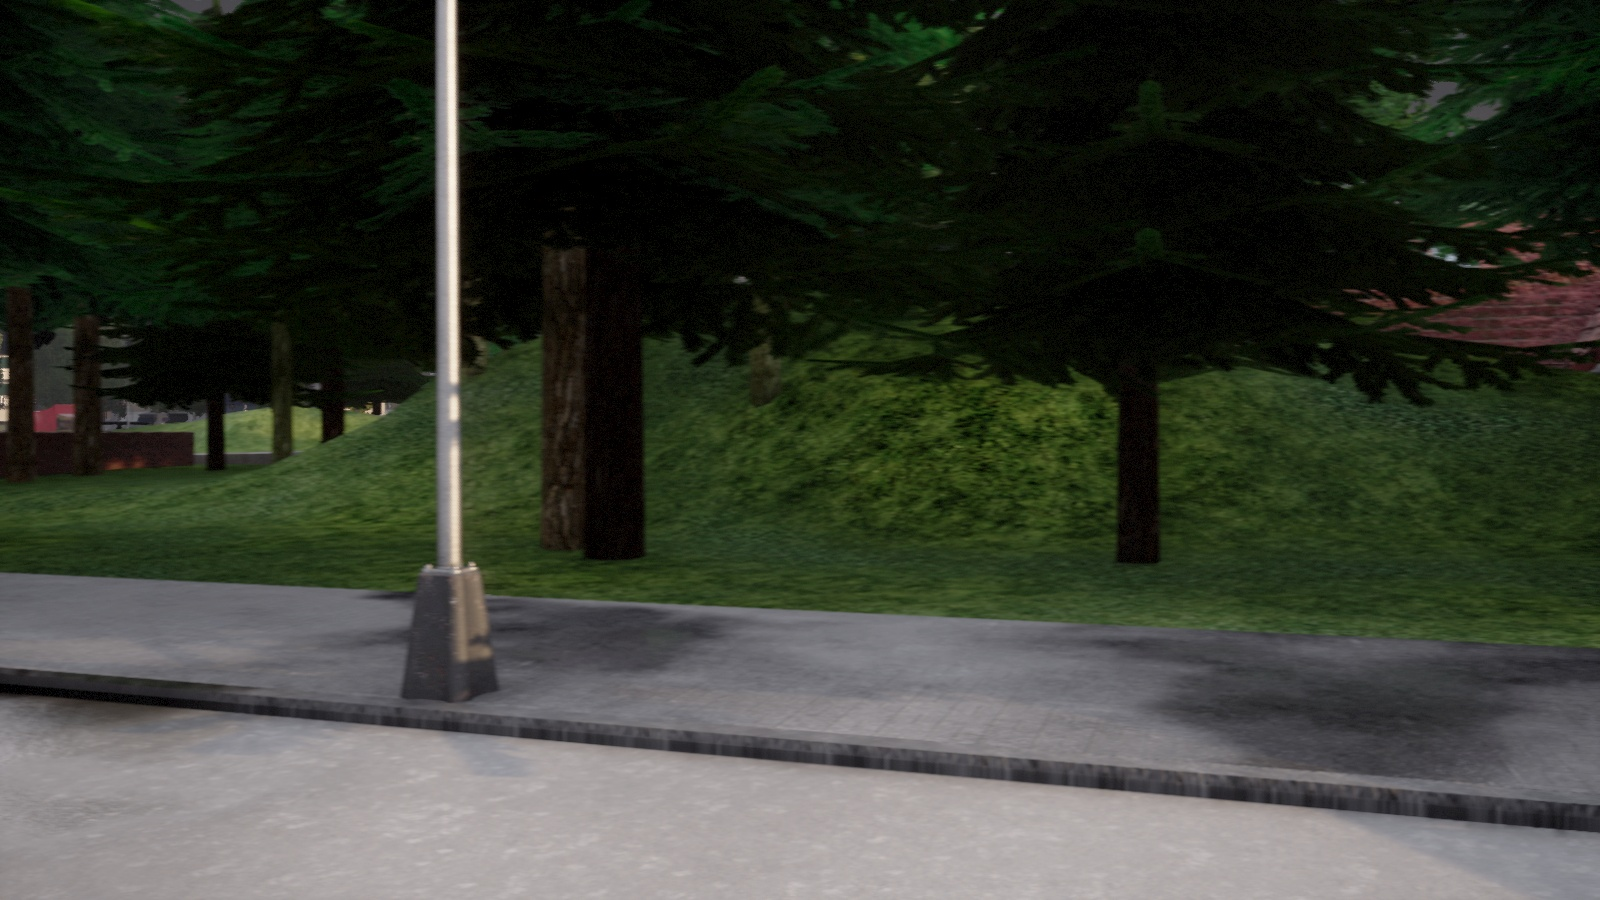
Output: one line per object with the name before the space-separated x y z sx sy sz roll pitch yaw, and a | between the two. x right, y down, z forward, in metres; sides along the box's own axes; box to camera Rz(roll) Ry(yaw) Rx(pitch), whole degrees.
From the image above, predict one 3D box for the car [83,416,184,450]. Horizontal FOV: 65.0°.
car | -41.642 -1.043 78.658 2.150 2.045 5.566 1 1 20
